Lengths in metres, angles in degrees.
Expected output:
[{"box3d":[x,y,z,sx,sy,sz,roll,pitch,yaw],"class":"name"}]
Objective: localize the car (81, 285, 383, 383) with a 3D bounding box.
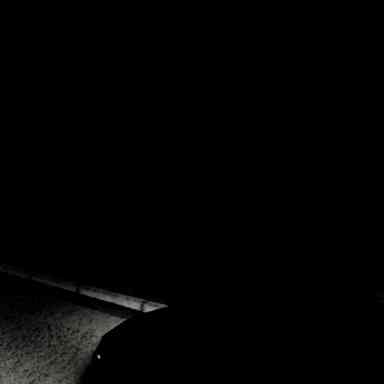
[{"box3d":[1.139,1.529,2.566,4.674,1.442,1.812,-1,0,35],"class":"car"}]
